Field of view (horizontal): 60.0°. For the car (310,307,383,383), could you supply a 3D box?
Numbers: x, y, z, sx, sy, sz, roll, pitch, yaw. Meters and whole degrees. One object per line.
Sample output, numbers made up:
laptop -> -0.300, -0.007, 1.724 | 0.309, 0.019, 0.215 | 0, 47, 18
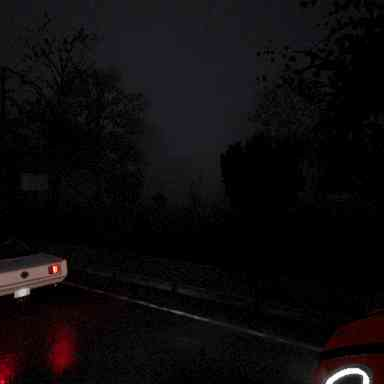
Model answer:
car -> 3.031, 1.353, 1.866 | 4.553, 1.767, 2.097 | 0, 0, 35

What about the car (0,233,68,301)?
car -> -4.995, 1.601, 7.542 | 4.718, 1.301, 1.895 | 0, 0, 35
